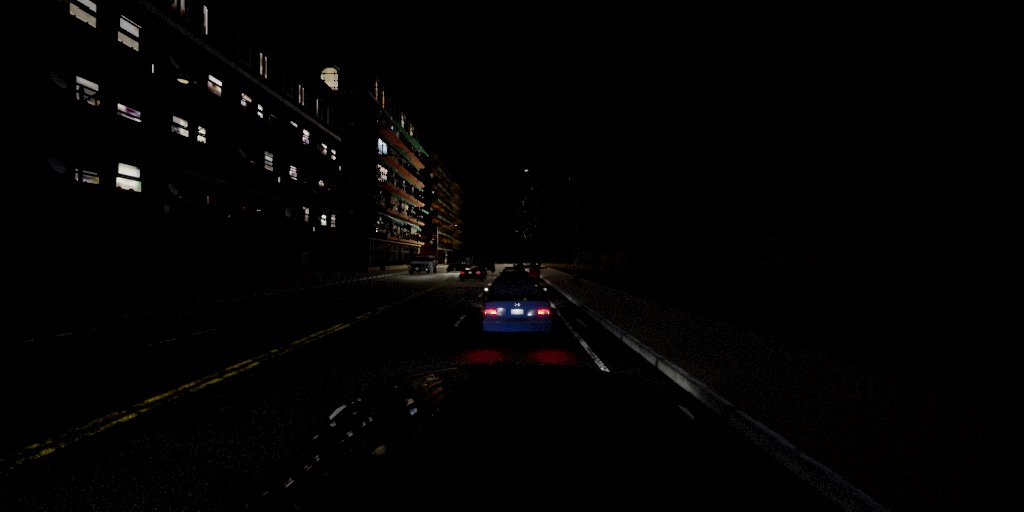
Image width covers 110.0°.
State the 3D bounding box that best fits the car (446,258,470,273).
[{"bbox_3d":[-6.546,1.317,42.852,1.994,1.385,4.181,0,0,0],"label":"car"}]

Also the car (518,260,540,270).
[{"bbox_3d":[1.173,1.104,29.833,2.097,1.767,4.553,0,0,0],"label":"car"}]

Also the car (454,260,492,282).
[{"bbox_3d":[-3.119,1.300,29.501,2.033,1.411,5.357,0,0,1],"label":"car"}]

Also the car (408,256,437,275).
[{"bbox_3d":[-9.802,0.975,39.832,2.150,2.045,5.566,0,0,0],"label":"car"}]

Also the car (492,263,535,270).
[{"bbox_3d":[0.118,1.317,20.898,1.994,1.385,4.181,0,0,1],"label":"car"}]

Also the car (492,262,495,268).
[{"bbox_3d":[-3.091,1.279,44.440,1.812,1.442,4.674,0,0,1],"label":"car"}]

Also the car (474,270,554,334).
[{"bbox_3d":[0.112,1.299,10.565,2.033,1.411,5.357,0,0,0],"label":"car"}]
